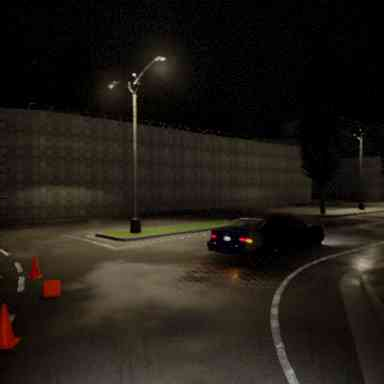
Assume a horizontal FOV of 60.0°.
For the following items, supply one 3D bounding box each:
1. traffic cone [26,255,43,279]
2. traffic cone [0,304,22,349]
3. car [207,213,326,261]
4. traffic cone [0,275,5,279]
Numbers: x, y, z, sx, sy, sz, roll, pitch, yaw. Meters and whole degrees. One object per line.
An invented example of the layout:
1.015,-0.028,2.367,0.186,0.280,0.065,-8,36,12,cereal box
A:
-4.173,1.963,8.826,0.340,0.580,0.340,-1,0,-6,traffic cone
-2.779,1.964,4.946,0.340,0.580,0.340,-1,0,-6,traffic cone
2.888,1.468,12.064,5.357,1.411,2.033,-1,0,-45,car
-5.168,1.973,8.726,0.340,0.580,0.340,-1,0,-6,traffic cone
